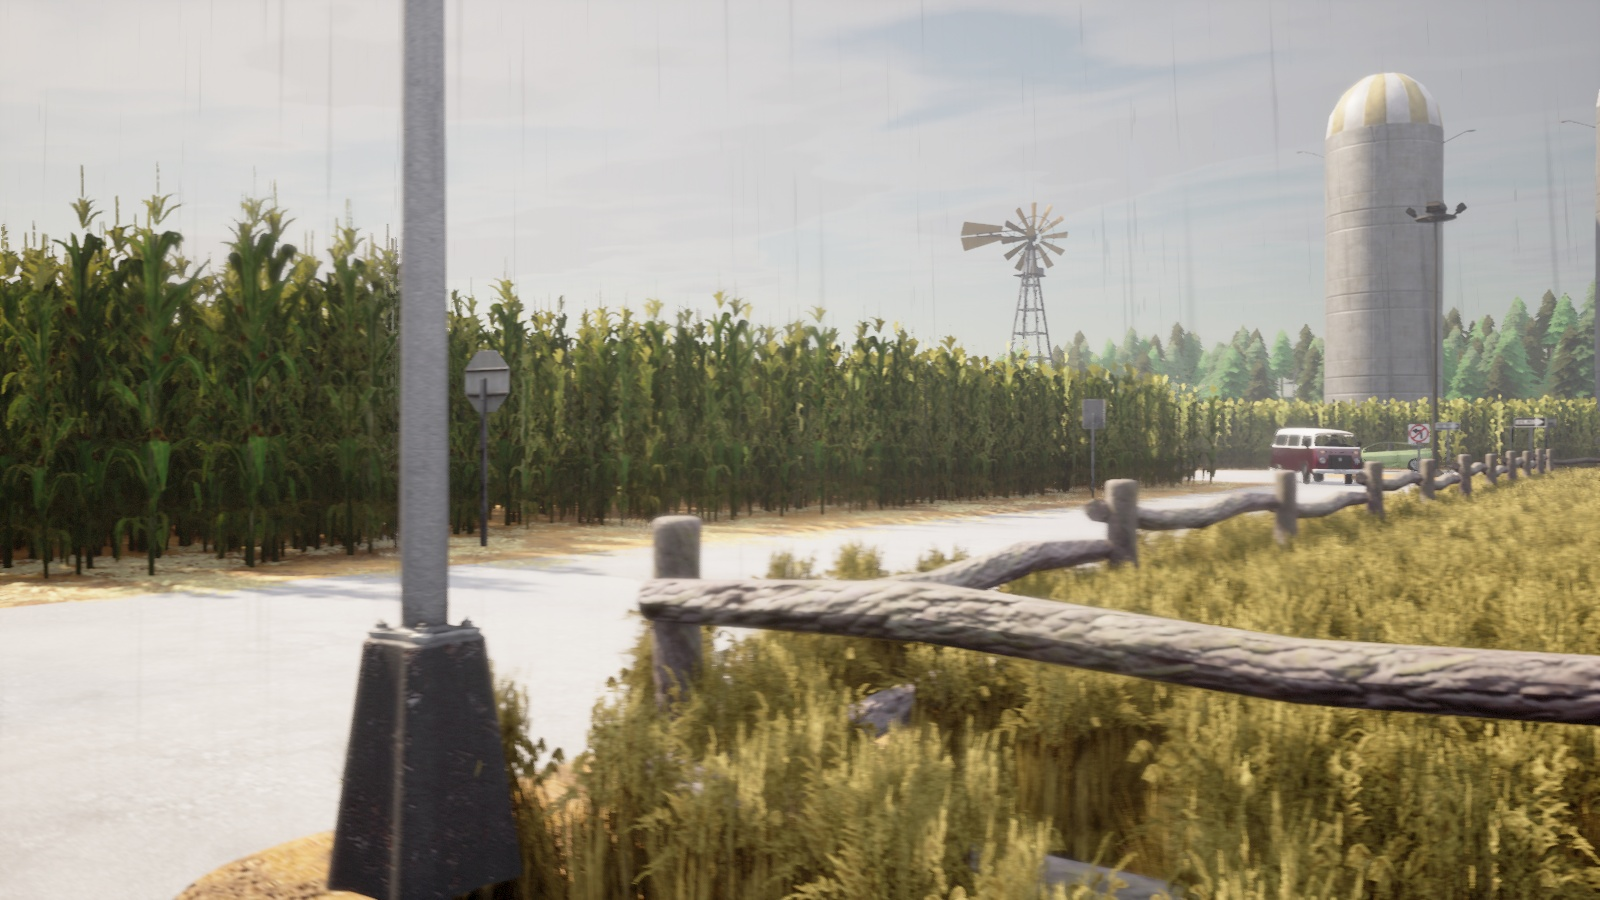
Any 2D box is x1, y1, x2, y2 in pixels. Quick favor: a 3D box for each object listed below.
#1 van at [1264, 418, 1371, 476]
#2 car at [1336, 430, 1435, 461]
[{"bbox_3d":[18.967,-0.126,46.265,2.069,2.038,4.480,0,1,0],"label":"van"},{"bbox_3d":[29.990,-0.242,64.473,4.514,1.525,2.007,-1,0,22],"label":"car"}]
